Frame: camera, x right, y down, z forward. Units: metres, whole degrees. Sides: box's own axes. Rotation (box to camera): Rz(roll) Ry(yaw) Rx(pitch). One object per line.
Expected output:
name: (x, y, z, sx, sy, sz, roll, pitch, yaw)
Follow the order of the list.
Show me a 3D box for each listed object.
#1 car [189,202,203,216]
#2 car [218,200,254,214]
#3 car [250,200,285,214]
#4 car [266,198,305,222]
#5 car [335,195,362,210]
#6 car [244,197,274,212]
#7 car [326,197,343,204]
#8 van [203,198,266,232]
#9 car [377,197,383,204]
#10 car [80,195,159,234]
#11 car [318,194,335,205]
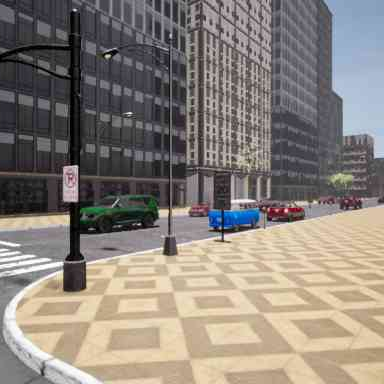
car: (1.421, 1.604, 31.686, 1.802, 1.307, 4.206, 0, 0, 38)
car: (4.827, 1.571, 36.086, 1.887, 1.381, 4.507, 0, 0, 38)
car: (8.388, 1.632, 36.638, 1.895, 1.301, 4.718, 0, 0, 38)
car: (7.652, 1.472, 26.862, 1.967, 1.590, 4.097, 0, 0, 38)
car: (21.274, 1.368, 44.462, 2.192, 1.841, 5.009, 0, 0, 38)
car: (8.232, 1.471, 40.486, 1.967, 1.590, 4.097, 0, 0, 38)
car: (28.665, 1.624, 66.884, 2.008, 1.369, 4.403, 0, 0, 38)
van: (2.672, 1.368, 20.247, 1.690, 1.788, 3.998, 0, 0, 38)
car: (38.301, 1.658, 66.460, 1.947, 1.339, 4.313, 0, 0, 38)
car: (-4.436, 1.232, 20.051, 2.150, 2.045, 5.566, 0, 1, 39)
car: (25.260, 1.381, 62.485, 2.192, 1.841, 5.009, 0, 0, 38)
